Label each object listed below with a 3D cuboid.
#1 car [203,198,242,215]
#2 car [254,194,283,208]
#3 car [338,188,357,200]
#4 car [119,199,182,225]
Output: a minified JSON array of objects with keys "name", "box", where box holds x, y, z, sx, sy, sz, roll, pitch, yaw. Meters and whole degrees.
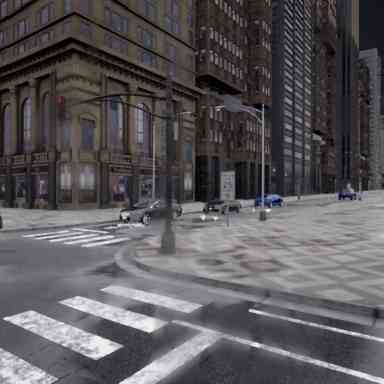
[{"name":"car","box":[2.718,1.185,29.342,1.994,1.385,4.181,0,1,36]},{"name":"car","box":[8.749,0.961,37.766,1.882,1.535,5.008,0,1,36]},{"name":"car","box":[27.047,0.361,57.845,2.150,2.045,5.566,0,1,36]},{"name":"car","box":[-2.616,1.236,21.893,2.128,1.511,4.902,0,1,36]}]
